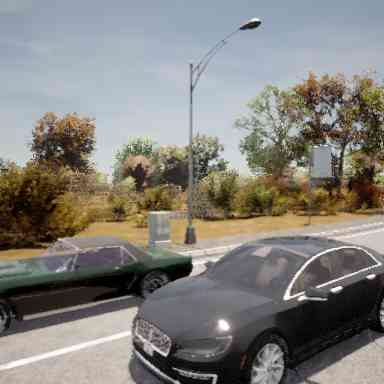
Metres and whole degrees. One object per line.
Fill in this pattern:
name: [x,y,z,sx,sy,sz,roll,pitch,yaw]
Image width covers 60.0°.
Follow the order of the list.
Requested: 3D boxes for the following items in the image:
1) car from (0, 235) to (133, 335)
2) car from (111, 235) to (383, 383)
car: [-2.365,1.610,6.669,4.718,1.301,1.895,0,0,-36]
car: [1.454,1.510,5.171,4.892,1.490,1.837,0,0,-37]
